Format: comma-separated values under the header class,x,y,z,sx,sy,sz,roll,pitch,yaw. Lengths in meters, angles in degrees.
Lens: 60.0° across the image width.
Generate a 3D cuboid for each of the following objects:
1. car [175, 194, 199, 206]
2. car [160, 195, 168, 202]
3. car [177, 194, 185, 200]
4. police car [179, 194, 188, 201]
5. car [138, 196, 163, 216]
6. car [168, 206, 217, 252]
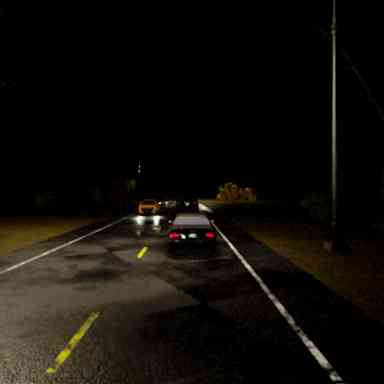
class,x,y,z,sx,sy,sz,roll,pitch,yaw
car,-0.490,1.204,32.666,2.150,2.045,5.566,0,0,-2
car,-6.229,1.360,72.514,1.837,1.490,4.892,0,0,-4
car,-3.180,1.327,94.429,1.882,1.535,5.008,0,0,-4
police car,-2.087,1.320,78.576,1.930,1.638,5.238,0,0,-4
car,-4.206,1.462,33.107,1.882,1.535,5.008,0,0,-2
car,-0.027,1.544,13.887,2.033,1.411,5.357,0,0,-1
